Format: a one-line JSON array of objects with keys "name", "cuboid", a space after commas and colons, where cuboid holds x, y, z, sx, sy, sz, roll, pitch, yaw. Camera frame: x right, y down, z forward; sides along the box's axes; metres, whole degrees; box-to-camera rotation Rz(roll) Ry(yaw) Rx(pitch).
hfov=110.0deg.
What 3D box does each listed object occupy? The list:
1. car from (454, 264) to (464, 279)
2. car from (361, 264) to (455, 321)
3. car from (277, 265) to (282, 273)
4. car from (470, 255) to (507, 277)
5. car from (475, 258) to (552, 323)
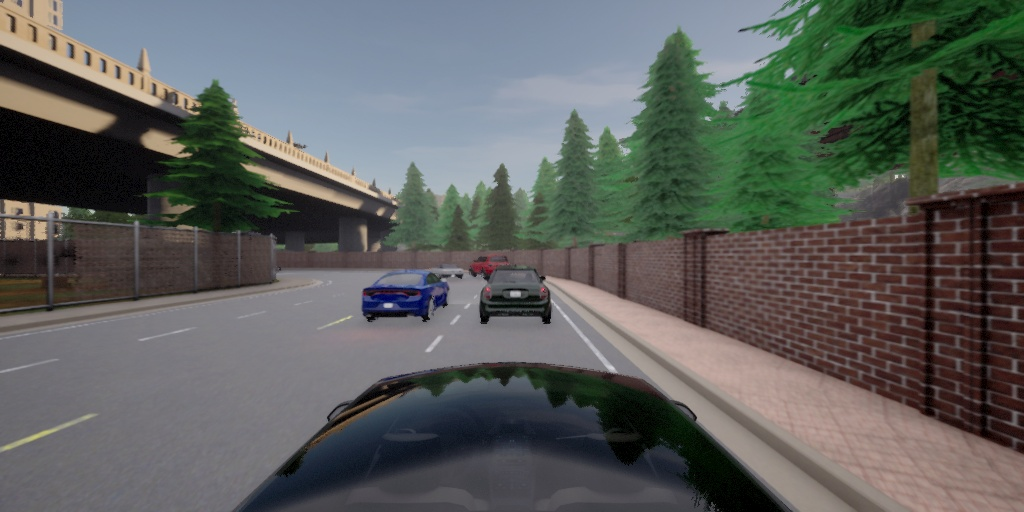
[{"name": "car", "cuboid": [-5.689, 1.293, 30.748, 1.895, 1.301, 4.718, 0, 0, -25]}, {"name": "car", "cuboid": [-3.400, 1.206, 12.323, 1.882, 1.535, 5.008, 0, 0, 0]}, {"name": "car", "cuboid": [-27.791, 1.180, 39.403, 4.892, 1.490, 1.837, 0, 0, 11]}, {"name": "car", "cuboid": [-2.003, 0.912, 31.502, 2.150, 2.045, 5.566, 1, 0, -23]}, {"name": "car", "cuboid": [0.100, 1.081, 12.169, 2.097, 1.767, 4.553, 0, 0, 0]}]
